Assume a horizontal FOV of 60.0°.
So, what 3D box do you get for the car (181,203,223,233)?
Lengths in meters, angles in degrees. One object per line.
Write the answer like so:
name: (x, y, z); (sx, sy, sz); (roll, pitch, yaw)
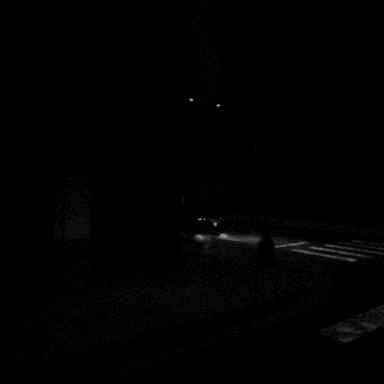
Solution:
car: (-0.214, 1.397, 19.321); (2.128, 1.511, 4.902); (0, 0, -36)
